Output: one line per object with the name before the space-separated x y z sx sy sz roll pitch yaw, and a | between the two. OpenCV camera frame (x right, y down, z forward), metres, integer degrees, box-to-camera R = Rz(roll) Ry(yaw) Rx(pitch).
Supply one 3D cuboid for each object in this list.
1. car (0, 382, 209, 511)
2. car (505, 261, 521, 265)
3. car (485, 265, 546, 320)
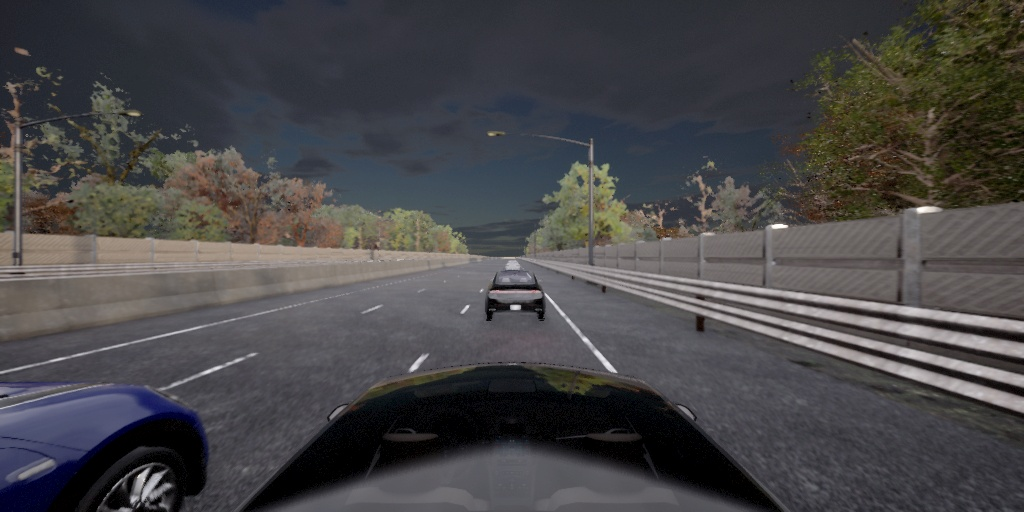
car | -3.401 1.101 0.873 2.097 1.767 4.553 0 0 0
car | 0.094 1.288 44.392 1.812 1.442 4.674 0 0 0
car | 0.099 1.244 12.569 2.128 1.511 4.902 0 0 0
